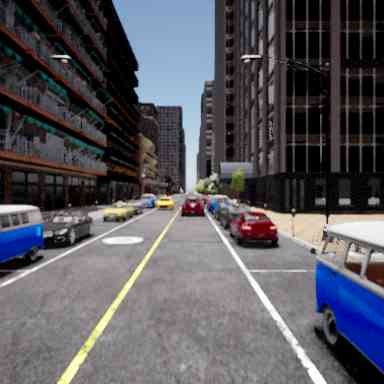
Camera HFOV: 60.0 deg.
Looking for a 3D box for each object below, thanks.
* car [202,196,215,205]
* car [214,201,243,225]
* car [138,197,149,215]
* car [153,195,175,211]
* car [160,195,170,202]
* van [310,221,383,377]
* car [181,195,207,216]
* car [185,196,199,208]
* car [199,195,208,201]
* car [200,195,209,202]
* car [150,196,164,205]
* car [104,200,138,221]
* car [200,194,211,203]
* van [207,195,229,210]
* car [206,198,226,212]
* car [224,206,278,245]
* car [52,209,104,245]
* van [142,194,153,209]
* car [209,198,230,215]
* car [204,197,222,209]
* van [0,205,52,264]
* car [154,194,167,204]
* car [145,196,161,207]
[{"bbox_3d":[2.675,1.380,54.604,1.887,1.381,4.507,0,0,0],"label":"car"},{"bbox_3d":[2.685,1.472,20.621,2.008,1.369,4.403,0,0,0],"label":"car"},{"bbox_3d":[-5.698,1.443,31.945,2.008,1.369,4.403,0,0,0],"label":"car"},{"bbox_3d":[-3.104,1.351,39.294,1.882,1.535,5.008,0,0,0],"label":"car"},{"bbox_3d":[-5.710,1.329,71.420,1.752,1.417,4.829,0,0,0],"label":"car"},{"bbox_3d":[2.691,1.323,3.631,1.690,1.788,3.998,0,0,0],"label":"van"},{"bbox_3d":[0.086,1.247,31.570,2.097,1.767,4.553,0,0,0],"label":"car"},{"bbox_3d":[0.020,1.332,47.049,1.882,1.535,5.008,0,0,0],"label":"car"},{"bbox_3d":[2.668,1.323,77.425,1.752,1.417,4.829,0,0,0],"label":"car"},{"bbox_3d":[2.670,1.348,71.593,1.887,1.381,4.507,0,0,0],"label":"car"},{"bbox_3d":[-5.705,1.401,54.602,1.947,1.339,4.313,0,0,0],"label":"car"},{"bbox_3d":[-5.697,1.432,26.111,1.752,1.417,4.829,0,0,0],"label":"car"},{"bbox_3d":[2.672,1.251,65.931,1.967,1.590,4.097,0,0,0],"label":"car"},{"bbox_3d":[2.682,1.233,31.947,1.690,1.788,3.998,0,0,0],"label":"van"},{"bbox_3d":[2.680,1.423,37.612,1.887,1.381,4.507,0,0,0],"label":"car"},{"bbox_3d":[2.687,1.521,14.958,1.802,1.307,4.206,0,0,0],"label":"car"},{"bbox_3d":[-5.693,1.489,14.955,2.008,1.369,4.403,0,0,0],"label":"car"},{"bbox_3d":[-5.701,1.205,43.273,1.690,1.788,3.998,0,0,0],"label":"van"},{"bbox_3d":[2.683,1.457,26.283,2.008,1.369,4.403,0,0,0],"label":"car"},{"bbox_3d":[2.679,1.414,43.276,2.008,1.369,4.403,0,0,0],"label":"car"},{"bbox_3d":[-5.691,1.300,9.293,1.690,1.788,3.998,0,0,0],"label":"van"},{"bbox_3d":[-5.706,1.262,60.263,1.967,1.590,4.097,0,0,0],"label":"car"},{"bbox_3d":[-5.703,1.375,48.768,1.752,1.417,4.829,0,0,0],"label":"car"}]
